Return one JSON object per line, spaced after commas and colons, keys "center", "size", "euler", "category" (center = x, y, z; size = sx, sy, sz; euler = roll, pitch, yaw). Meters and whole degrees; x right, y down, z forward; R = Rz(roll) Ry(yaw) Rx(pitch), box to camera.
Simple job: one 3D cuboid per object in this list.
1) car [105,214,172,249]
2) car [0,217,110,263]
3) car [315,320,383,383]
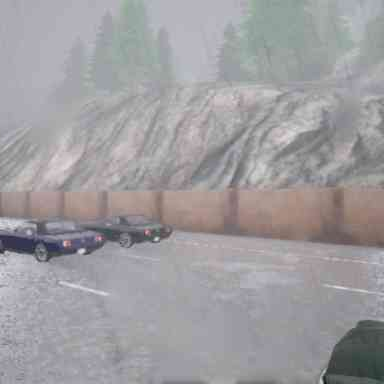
{"center": [-3.259, 1.646, 14.914], "size": [4.718, 1.301, 1.895], "euler": [0, 0, 36], "category": "car"}
{"center": [-5.407, 1.646, 12.151], "size": [4.718, 1.301, 1.895], "euler": [0, 0, 36], "category": "car"}
{"center": [3.130, 1.594, 1.758], "size": [4.718, 1.301, 1.895], "euler": [0, 0, 35], "category": "car"}
